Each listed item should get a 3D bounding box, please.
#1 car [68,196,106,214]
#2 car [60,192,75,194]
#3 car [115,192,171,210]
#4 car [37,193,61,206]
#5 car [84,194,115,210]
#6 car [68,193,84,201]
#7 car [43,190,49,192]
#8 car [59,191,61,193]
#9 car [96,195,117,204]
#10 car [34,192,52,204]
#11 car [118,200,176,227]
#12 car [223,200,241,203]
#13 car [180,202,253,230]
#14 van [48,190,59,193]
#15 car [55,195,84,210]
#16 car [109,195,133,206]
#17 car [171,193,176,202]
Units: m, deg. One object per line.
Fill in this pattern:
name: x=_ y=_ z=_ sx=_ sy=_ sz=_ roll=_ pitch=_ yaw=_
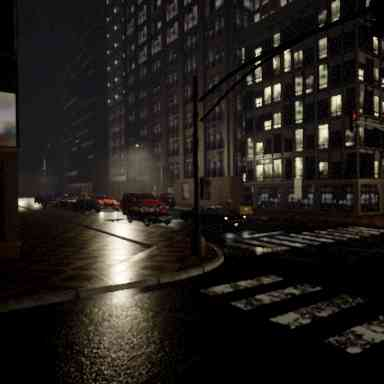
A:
car: x=-10.625 y=1.382 z=33.369 sx=1.947 sy=1.339 sz=4.313 roll=0 pitch=1 yaw=-35
car: x=-21.846 y=1.048 z=59.726 sx=1.994 sy=1.385 sz=4.181 roll=-1 pitch=1 yaw=-35
car: x=-4.347 y=1.065 z=28.832 sx=2.150 sy=2.045 sz=5.566 roll=-1 pitch=1 yaw=-34
car: x=-20.261 y=1.248 z=47.286 sx=1.802 sy=1.307 sz=4.206 roll=0 pitch=1 yaw=-35
car: x=-9.956 y=1.109 z=36.948 sx=2.097 sy=1.767 sz=4.553 roll=-1 pitch=1 yaw=-35
car: x=-23.027 y=0.940 z=66.001 sx=1.887 sy=1.381 sz=4.507 roll=0 pitch=1 yaw=-35
car: x=-35.872 y=0.740 z=84.553 sx=2.008 sy=1.369 sz=4.403 roll=0 pitch=1 yaw=-35
car: x=-26.238 y=0.784 z=70.638 sx=1.967 sy=1.590 sz=4.097 roll=0 pitch=1 yaw=-35
car: x=-13.393 y=1.130 z=52.086 sx=1.802 sy=1.307 sz=4.206 roll=0 pitch=1 yaw=-35
car: x=-23.473 y=1.160 z=51.925 sx=1.887 sy=1.381 sz=4.507 roll=0 pitch=1 yaw=-35
car: x=-2.972 y=1.483 z=22.364 sx=2.008 sy=1.369 sz=4.403 roll=0 pitch=1 yaw=-35
car: x=3.011 y=1.328 z=28.327 sx=1.752 sy=1.417 sz=4.829 roll=0 pitch=1 yaw=-35
car: x=1.245 y=1.528 z=20.786 sx=1.895 sy=1.301 sz=4.718 roll=-1 pitch=1 yaw=-35
van: x=-32.660 y=0.583 z=79.912 sx=1.690 sy=1.788 sz=3.998 roll=0 pitch=1 yaw=-35
car: x=-13.837 y=1.317 z=38.007 sx=2.008 sy=1.369 sz=4.403 roll=0 pitch=1 yaw=-35
car: x=-10.181 y=1.143 z=47.449 sx=1.887 sy=1.381 sz=4.507 roll=0 pitch=1 yaw=-35
car: x=-3.760 y=1.013 z=38.170 sx=2.192 sy=1.841 sz=5.009 roll=0 pitch=1 yaw=-35
